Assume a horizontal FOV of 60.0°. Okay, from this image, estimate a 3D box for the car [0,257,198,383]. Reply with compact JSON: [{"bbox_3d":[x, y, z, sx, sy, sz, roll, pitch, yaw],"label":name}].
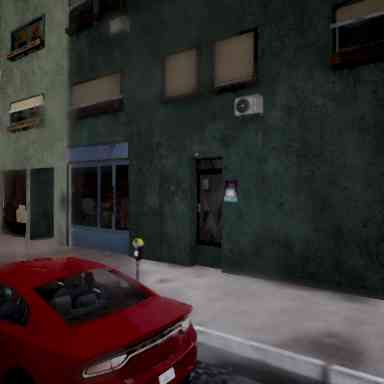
[{"bbox_3d":[-2.043,1.542,4.324,4.507,1.381,1.887,0,0,36],"label":"car"}]
